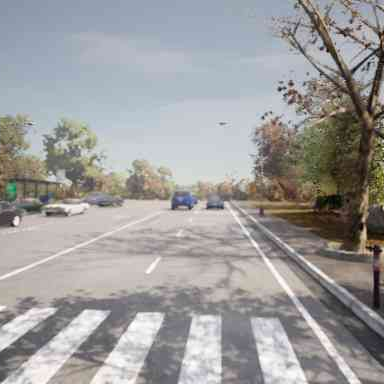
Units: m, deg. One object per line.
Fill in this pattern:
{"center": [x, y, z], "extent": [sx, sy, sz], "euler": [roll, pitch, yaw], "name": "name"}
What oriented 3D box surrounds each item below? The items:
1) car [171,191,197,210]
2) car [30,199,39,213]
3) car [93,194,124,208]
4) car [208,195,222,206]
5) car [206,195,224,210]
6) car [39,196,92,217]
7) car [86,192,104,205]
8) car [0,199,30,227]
{"center": [-0.963, 0.877, 36.644], "extent": [2.150, 2.045, 5.566], "euler": [1, 1, 5], "name": "car"}
{"center": [-13.781, 1.217, 27.279], "extent": [1.895, 1.301, 4.718], "euler": [1, 1, 4], "name": "car"}
{"center": [-9.416, 1.134, 38.766], "extent": [1.895, 1.301, 4.718], "euler": [1, 1, 5], "name": "car"}
{"center": [3.320, 1.138, 47.972], "extent": [1.994, 1.385, 4.181], "euler": [1, 1, 4], "name": "car"}
{"center": [2.623, 1.250, 37.609], "extent": [1.994, 1.385, 4.181], "euler": [1, 1, 5], "name": "car"}
{"center": [-10.267, 1.255, 27.433], "extent": [1.895, 1.301, 4.718], "euler": [1, 1, 4], "name": "car"}
{"center": [-12.573, 0.811, 43.150], "extent": [2.097, 1.767, 4.553], "euler": [1, 1, 4], "name": "car"}
{"center": [-10.970, 1.262, 17.629], "extent": [1.837, 1.490, 4.892], "euler": [1, 1, 4], "name": "car"}
